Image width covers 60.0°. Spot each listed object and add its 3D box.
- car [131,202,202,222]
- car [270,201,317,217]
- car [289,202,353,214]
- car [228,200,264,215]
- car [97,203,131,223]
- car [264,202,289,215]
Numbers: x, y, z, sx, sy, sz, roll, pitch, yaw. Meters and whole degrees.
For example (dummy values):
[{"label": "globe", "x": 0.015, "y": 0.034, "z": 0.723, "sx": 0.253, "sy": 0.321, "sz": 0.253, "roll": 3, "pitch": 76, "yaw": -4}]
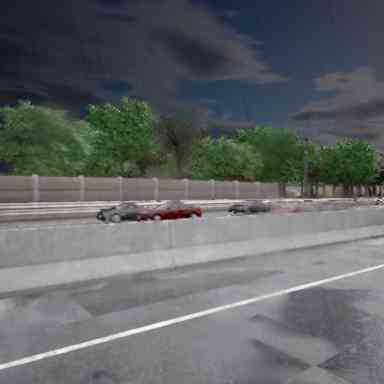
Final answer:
[{"label": "car", "x": -1.563, "y": 1.485, "z": 24.319, "sx": 5.008, "sy": 1.535, "sz": 1.882, "roll": 0, "pitch": 0, "yaw": -35}, {"label": "car", "x": 9.972, "y": 1.629, "z": 32.486, "sx": 4.718, "sy": 1.301, "sz": 1.895, "roll": 0, "pitch": 0, "yaw": -35}, {"label": "car", "x": 9.611, "y": 1.567, "z": 23.670, "sx": 5.357, "sy": 1.411, "sz": 2.033, "roll": 0, "pitch": 0, "yaw": -35}, {"label": "car", "x": 6.157, "y": 1.570, "z": 33.959, "sx": 5.357, "sy": 1.411, "sz": 2.033, "roll": 0, "pitch": 0, "yaw": -36}, {"label": "car", "x": -5.047, "y": 1.569, "z": 25.272, "sx": 4.181, "sy": 1.385, "sz": 1.994, "roll": 0, "pitch": 0, "yaw": -38}, {"label": "car", "x": 8.314, "y": 1.546, "z": 27.035, "sx": 4.674, "sy": 1.442, "sz": 1.812, "roll": 0, "pitch": 0, "yaw": -35}]
